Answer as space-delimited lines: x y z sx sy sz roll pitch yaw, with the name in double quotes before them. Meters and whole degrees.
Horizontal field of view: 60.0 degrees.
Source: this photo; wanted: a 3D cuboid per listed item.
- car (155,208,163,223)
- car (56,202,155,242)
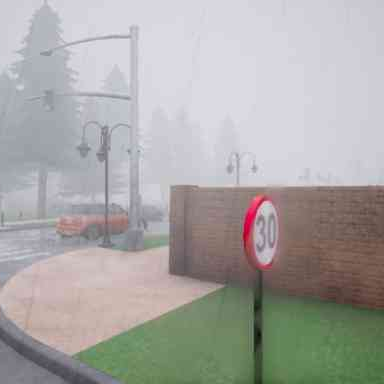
"car" -3.942 1.549 23.556 1.994 1.385 4.181 0 0 35
"car" -4.303 1.336 16.671 2.097 1.767 4.553 0 0 34
